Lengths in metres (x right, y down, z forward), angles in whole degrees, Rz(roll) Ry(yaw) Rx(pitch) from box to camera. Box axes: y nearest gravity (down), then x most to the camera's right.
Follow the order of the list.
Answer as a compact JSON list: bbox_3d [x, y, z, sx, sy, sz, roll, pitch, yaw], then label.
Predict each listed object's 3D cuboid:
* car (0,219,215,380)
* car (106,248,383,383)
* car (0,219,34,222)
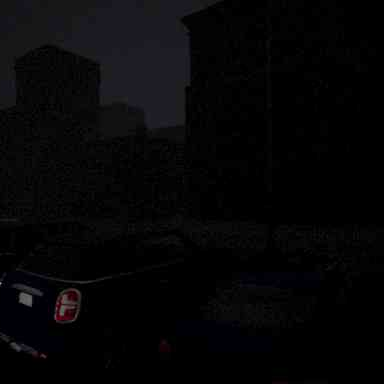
[{"bbox_3d":[-0.860,1.375,5.936,2.185,1.767,4.553,0,0,36],"label":"car"},{"bbox_3d":[1.418,1.526,4.342,2.002,1.452,4.674,0,0,36],"label":"car"},{"bbox_3d":[-3.121,1.389,7.554,2.185,1.767,4.553,0,0,36],"label":"car"}]
